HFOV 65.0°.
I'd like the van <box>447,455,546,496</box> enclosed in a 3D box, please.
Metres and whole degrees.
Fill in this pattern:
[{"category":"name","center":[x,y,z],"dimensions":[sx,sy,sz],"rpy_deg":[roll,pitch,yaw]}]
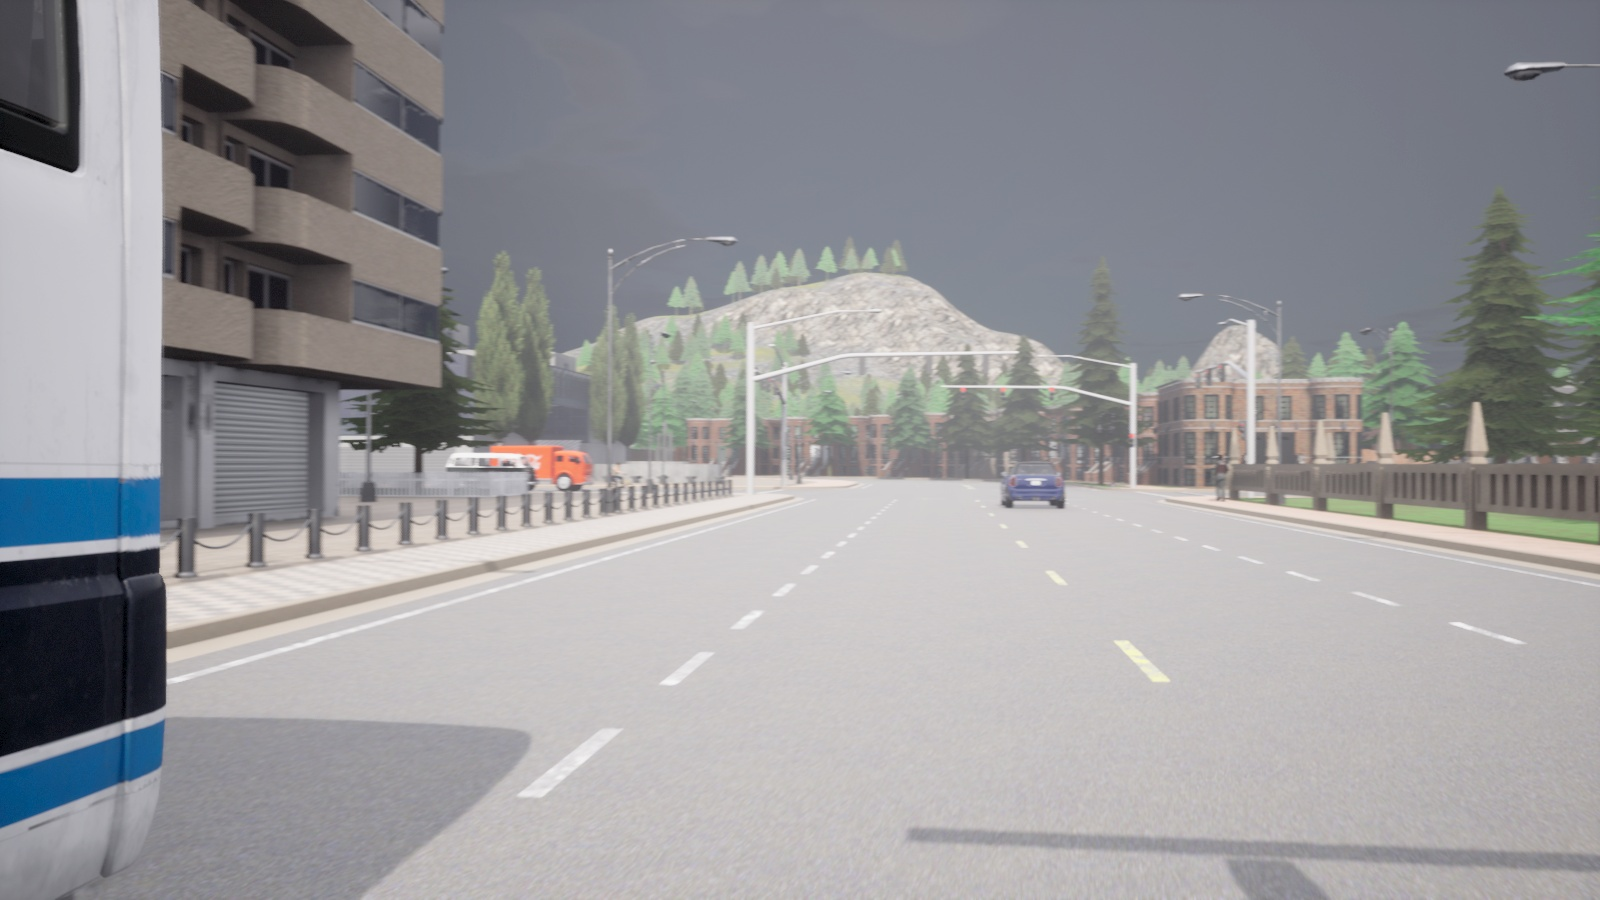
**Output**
[{"category":"van","center":[-15.508,1.292,64.230],"dimensions":[4.480,2.038,2.069],"rpy_deg":[0,-1,6]}]

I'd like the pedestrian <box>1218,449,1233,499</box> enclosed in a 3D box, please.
[{"category":"pedestrian","center":[16.535,0.934,48.810],"dimensions":[0.402,1.930,0.666],"rpy_deg":[0,-1,4]}]

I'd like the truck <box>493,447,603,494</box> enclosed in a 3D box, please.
[{"category":"truck","center":[-13.513,1.109,67.530],"dimensions":[5.204,2.467,2.627],"rpy_deg":[0,-1,7]}]

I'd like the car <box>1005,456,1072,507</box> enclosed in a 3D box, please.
[{"category":"car","center":[8.702,1.137,46.194],"dimensions":[2.097,1.767,4.553],"rpy_deg":[0,-1,7]}]
